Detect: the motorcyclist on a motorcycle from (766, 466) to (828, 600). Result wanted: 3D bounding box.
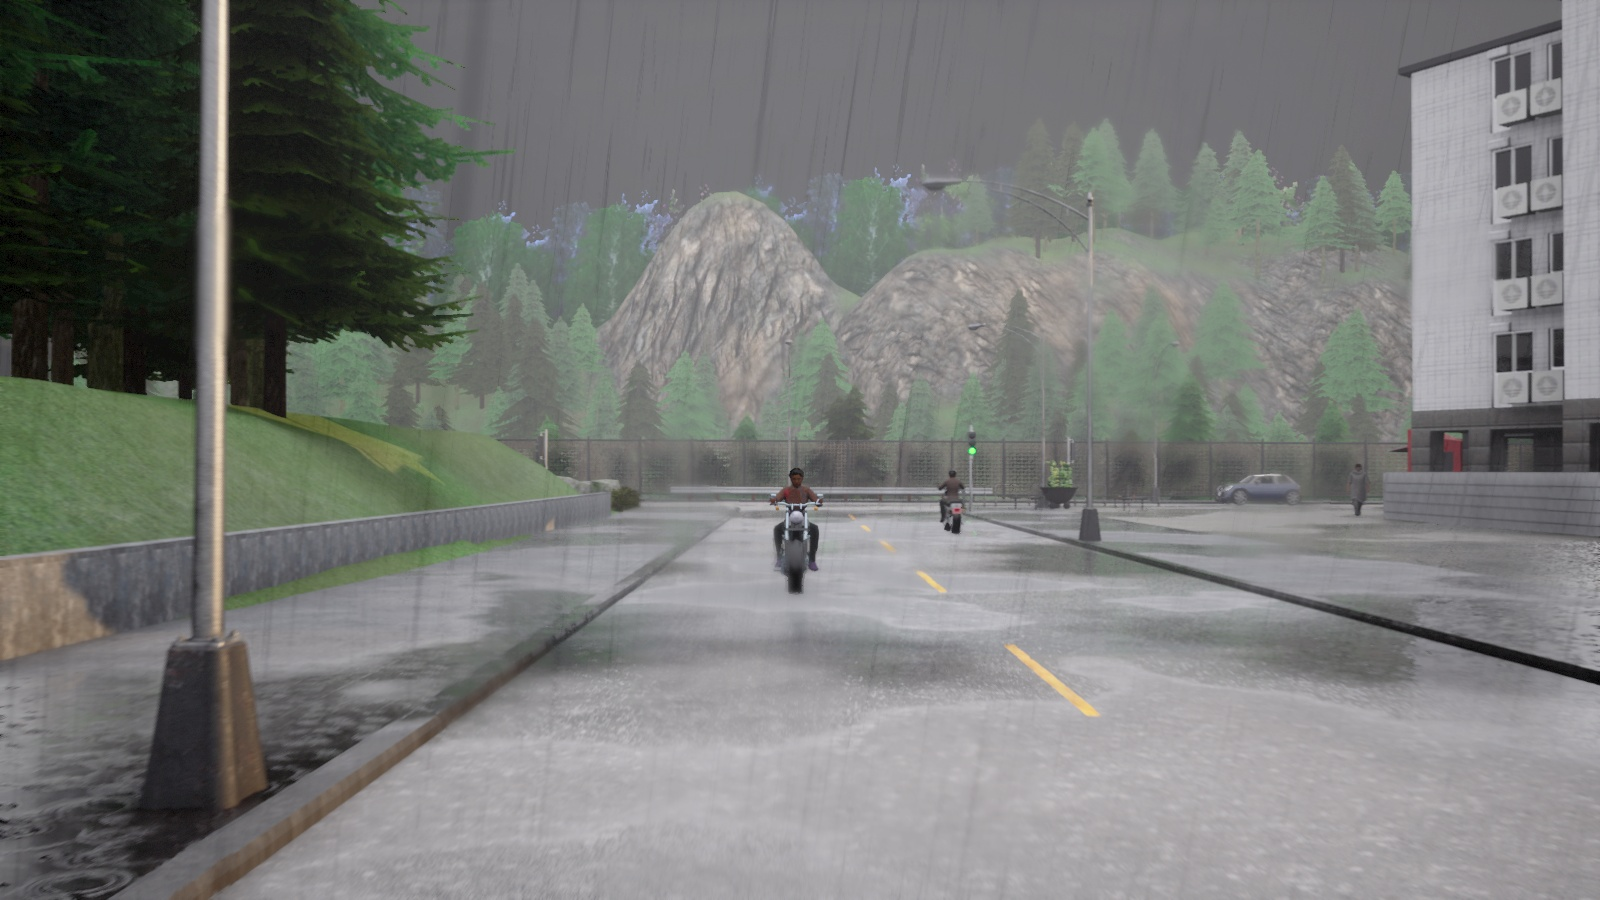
[{"bbox_3d":[-0.039,1.045,16.695,0.766,1.649,2.350,0,-1,0],"label":"motorcyclist on a motorcycle"}]

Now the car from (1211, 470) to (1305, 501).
[{"bbox_3d":[22.230,1.713,61.035,3.806,1.475,1.970,0,-1,0],"label":"car"}]

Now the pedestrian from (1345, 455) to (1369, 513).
[{"bbox_3d":[19.121,1.170,43.106,0.659,1.952,0.873,-1,-1,27],"label":"pedestrian"}]

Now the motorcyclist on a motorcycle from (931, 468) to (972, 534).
[{"bbox_3d":[3.925,1.296,32.641,0.766,1.649,2.350,0,-1,0],"label":"motorcyclist on a motorcycle"}]
